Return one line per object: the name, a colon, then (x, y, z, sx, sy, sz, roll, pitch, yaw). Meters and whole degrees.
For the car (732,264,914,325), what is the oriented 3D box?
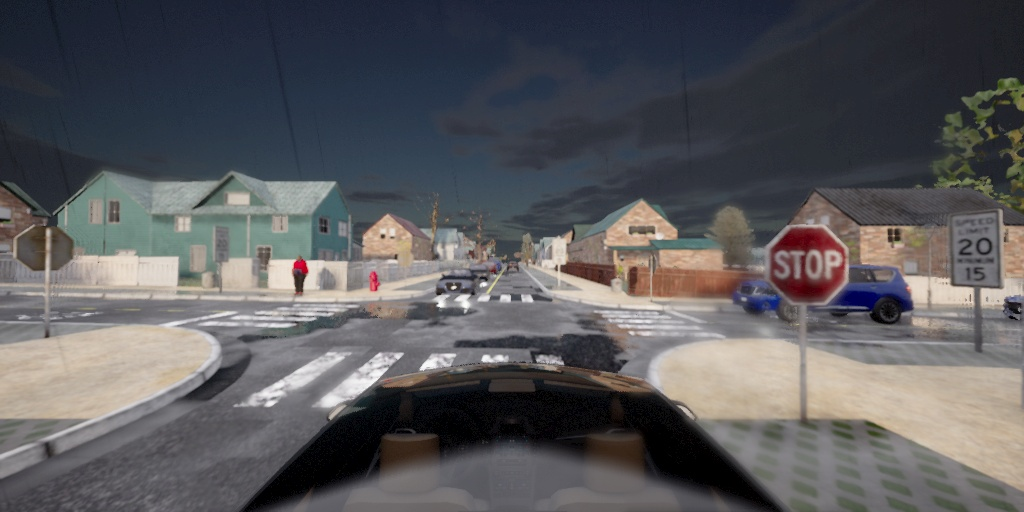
car: (11.363, 1.313, 13.306, 5.566, 2.045, 2.150, 1, -1, 0)

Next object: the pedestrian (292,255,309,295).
pedestrian: (-9.619, 0.814, 16.239, 0.375, 1.860, 0.375, 0, -2, 0)

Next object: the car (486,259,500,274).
car: (-2.816, 1.390, 42.969, 1.882, 1.535, 5.008, 0, 0, 0)

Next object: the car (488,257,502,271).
car: (-2.755, 1.204, 54.732, 2.150, 2.045, 5.566, 0, -1, 1)

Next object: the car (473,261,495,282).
car: (-2.828, 1.399, 30.703, 2.033, 1.411, 5.357, 0, 0, 0)

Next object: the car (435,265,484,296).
car: (-2.839, 1.369, 19.570, 1.994, 1.385, 4.181, 0, 0, 1)

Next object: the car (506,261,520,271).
car: (0.135, 1.488, 55.417, 1.837, 1.490, 4.892, 0, -1, 0)

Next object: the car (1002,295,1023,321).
car: (21.484, 1.797, 13.290, 5.008, 1.535, 1.882, 1, -1, 0)
